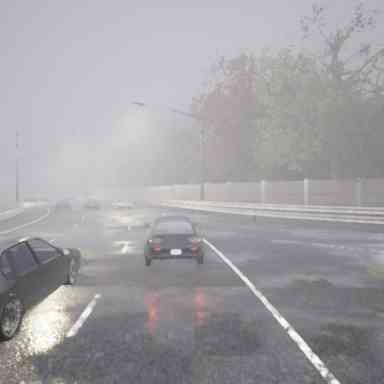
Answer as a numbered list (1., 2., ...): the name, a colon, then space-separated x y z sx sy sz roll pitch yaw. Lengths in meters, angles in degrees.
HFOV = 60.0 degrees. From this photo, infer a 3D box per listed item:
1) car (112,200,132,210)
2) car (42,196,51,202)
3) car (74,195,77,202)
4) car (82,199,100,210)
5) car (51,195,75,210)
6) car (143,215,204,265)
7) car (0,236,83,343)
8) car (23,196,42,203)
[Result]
1. car: -9.263 1.652 43.710 1.895 1.301 4.718 0 0 -24
2. car: -31.476 1.495 72.351 2.033 1.411 5.357 0 0 -44
3. car: -26.961 1.441 74.374 1.837 1.490 4.892 0 0 -29
4. car: -13.738 1.631 45.023 1.994 1.385 4.181 0 0 -24
5. car: -17.289 1.571 44.436 2.128 1.511 4.902 0 0 -24
6. car: -0.716 1.533 11.696 1.812 1.442 4.674 0 0 -7
7. car: -3.697 1.563 6.371 2.033 1.411 5.357 0 0 -3
8. car: -34.099 1.488 70.034 2.128 1.511 4.902 0 0 -44
